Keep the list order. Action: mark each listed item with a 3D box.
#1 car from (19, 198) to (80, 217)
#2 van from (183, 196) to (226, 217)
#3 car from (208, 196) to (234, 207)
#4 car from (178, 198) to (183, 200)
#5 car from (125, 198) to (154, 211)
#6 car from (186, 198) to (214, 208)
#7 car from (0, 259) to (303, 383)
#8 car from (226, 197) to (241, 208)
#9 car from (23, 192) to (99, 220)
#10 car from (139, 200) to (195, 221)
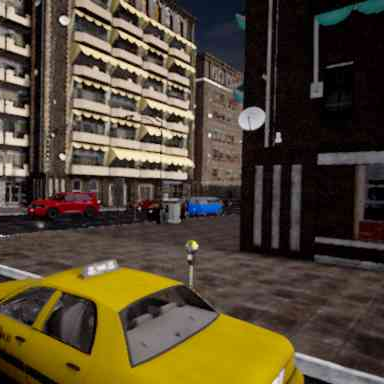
[{"bbox_3d":[-12.018,1.265,28.301,2.008,1.369,4.403,2,0,37],"label":"car"},{"bbox_3d":[1.299,1.402,32.202,1.690,1.788,3.998,2,0,37],"label":"van"},{"bbox_3d":[4.446,1.385,50.536,1.967,1.590,4.097,2,0,37],"label":"car"},{"bbox_3d":[-0.791,1.469,39.104,2.033,1.411,5.357,2,1,36],"label":"car"},{"bbox_3d":[-5.432,1.352,37.195,1.887,1.381,4.507,2,0,37],"label":"car"},{"bbox_3d":[1.151,1.481,46.090,1.802,1.307,4.206,2,0,37],"label":"car"},{"bbox_3d":[-1.259,1.480,3.929,4.829,1.417,1.752,1,2,36],"label":"car"},{"bbox_3d":[6.915,1.522,49.432,2.128,1.511,4.902,2,1,37],"label":"car"},{"bbox_3d":[-10.075,1.013,26.560,2.150,2.045,5.566,2,1,36],"label":"car"},{"bbox_3d":[-1.998,1.580,27.756,1.947,1.339,4.313,2,0,37],"label":"car"}]
